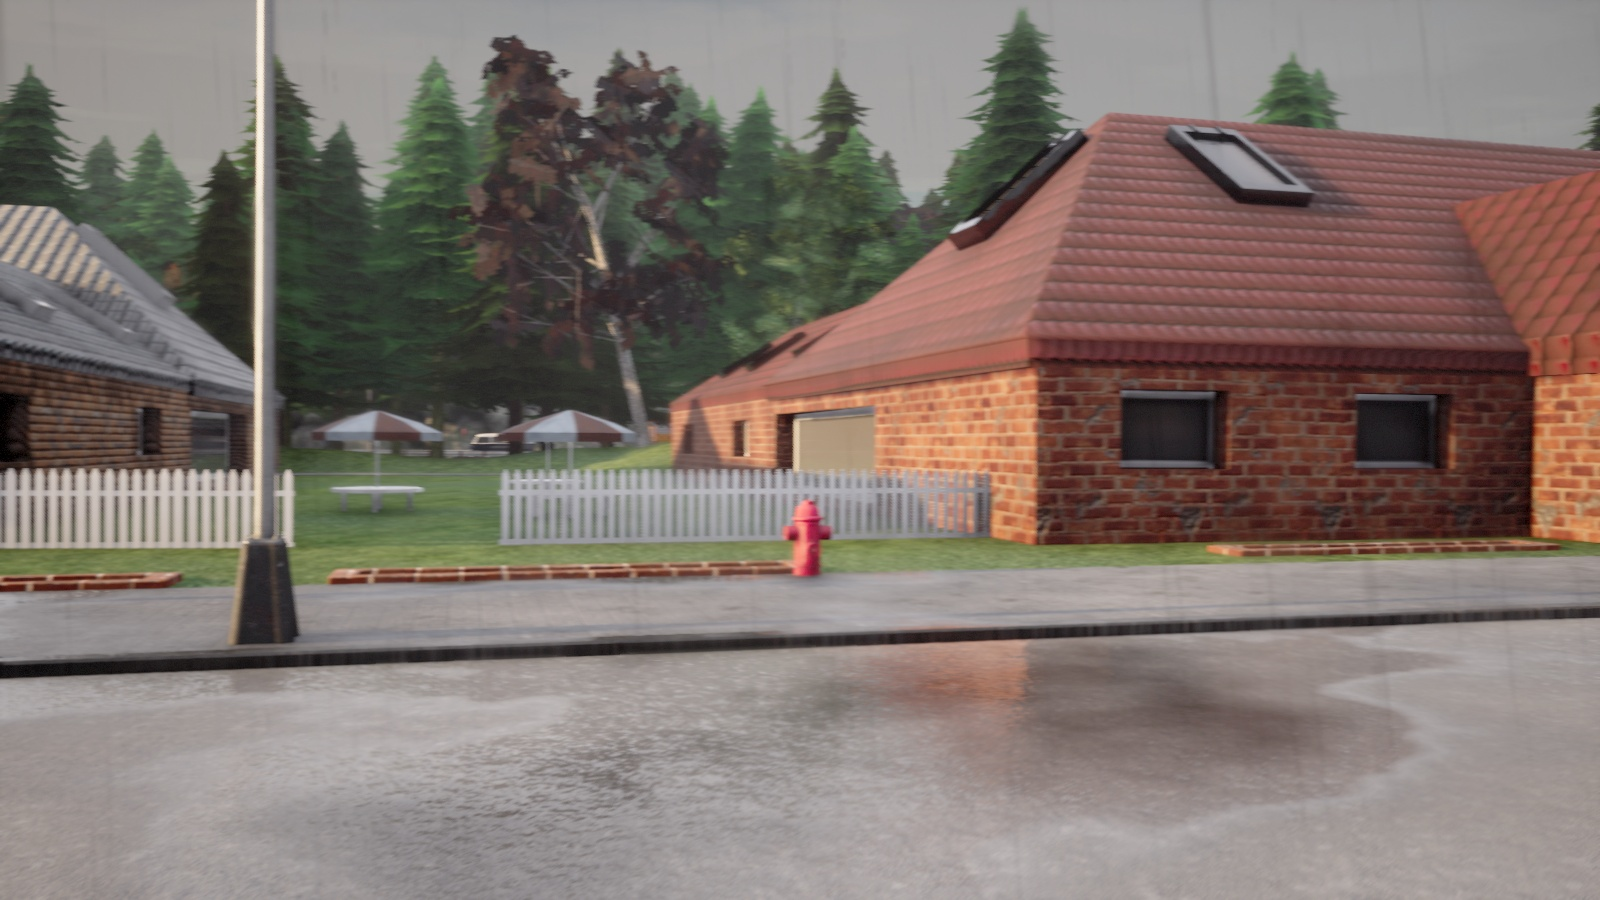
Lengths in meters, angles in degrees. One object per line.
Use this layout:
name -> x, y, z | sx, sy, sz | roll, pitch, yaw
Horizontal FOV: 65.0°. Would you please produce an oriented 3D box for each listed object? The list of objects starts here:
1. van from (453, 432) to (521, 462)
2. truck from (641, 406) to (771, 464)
van -> -21.540, -0.196, 86.329 | 4.480, 2.038, 2.069 | 0, 0, -15
truck -> -6.455, -0.980, 86.296 | 8.468, 3.827, 2.891 | 0, 0, -15
